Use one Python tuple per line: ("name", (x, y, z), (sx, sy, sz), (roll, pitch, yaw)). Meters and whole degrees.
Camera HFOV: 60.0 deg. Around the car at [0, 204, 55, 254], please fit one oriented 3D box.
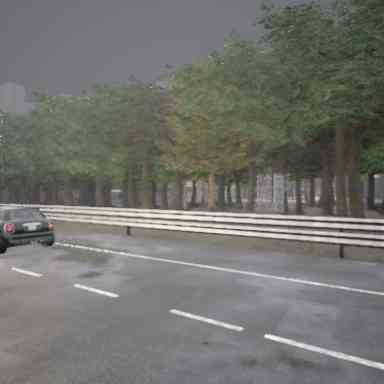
("car", (-7.710, 1.359, 13.686), (4.553, 1.767, 2.097), (0, 0, 36))
